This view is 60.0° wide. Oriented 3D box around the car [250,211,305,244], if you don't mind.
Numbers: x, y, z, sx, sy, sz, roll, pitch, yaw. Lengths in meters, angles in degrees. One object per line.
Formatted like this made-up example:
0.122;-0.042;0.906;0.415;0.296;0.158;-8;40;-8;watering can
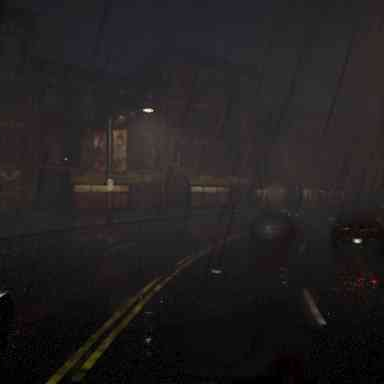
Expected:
4.286;1.612;16.396;1.994;1.385;4.181;0;0;26;car

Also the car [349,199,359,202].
19.527;1.668;35.946;4.674;1.442;1.812;0;0;-30;car

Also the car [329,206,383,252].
7.154;1.560;14.488;1.837;1.490;4.892;-1;-1;25;car

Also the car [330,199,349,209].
18.436;1.650;39.359;4.892;1.490;1.837;0;0;-29;car

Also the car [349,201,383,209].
16.570;1.720;29.864;4.718;1.301;1.895;0;0;-33;car

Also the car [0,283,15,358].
-3.299;1.498;2.249;1.837;1.490;4.892;0;0;5;car
